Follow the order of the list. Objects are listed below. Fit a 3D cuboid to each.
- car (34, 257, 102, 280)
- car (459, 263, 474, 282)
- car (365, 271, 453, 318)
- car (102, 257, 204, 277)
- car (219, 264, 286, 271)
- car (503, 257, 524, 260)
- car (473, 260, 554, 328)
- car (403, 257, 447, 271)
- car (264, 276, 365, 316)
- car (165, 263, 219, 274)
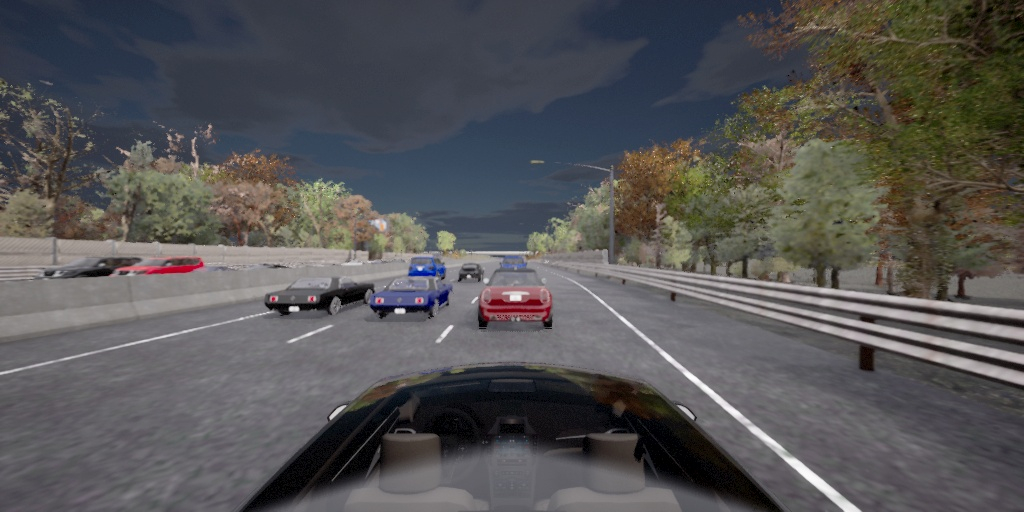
[{"bbox_3d":[-27.803,1.062,24.119,2.150,2.045,5.566,0,-1,-2],"label":"car"},{"bbox_3d":[-3.388,1.369,30.595,1.837,1.490,4.892,0,0,0],"label":"car"},{"bbox_3d":[-3.395,1.393,13.115,1.895,1.301,4.718,0,0,0],"label":"car"},{"bbox_3d":[-24.589,1.065,25.377,2.150,2.045,5.566,0,0,0],"label":"car"},{"bbox_3d":[-17.588,1.347,25.253,1.837,1.490,4.892,0,0,0],"label":"car"},{"bbox_3d":[0.111,1.081,29.638,2.150,2.045,5.566,0,0,0],"label":"car"},{"bbox_3d":[0.100,1.139,11.692,2.097,1.767,4.553,0,0,0],"label":"car"},{"bbox_3d":[-6.889,1.082,29.592,2.150,2.045,5.566,0,0,0],"label":"car"},{"bbox_3d":[-6.895,1.395,13.582,1.895,1.301,4.718,0,0,0],"label":"car"},{"bbox_3d":[-21.087,1.406,25.059,1.994,1.385,4.181,0,0,0],"label":"car"}]
